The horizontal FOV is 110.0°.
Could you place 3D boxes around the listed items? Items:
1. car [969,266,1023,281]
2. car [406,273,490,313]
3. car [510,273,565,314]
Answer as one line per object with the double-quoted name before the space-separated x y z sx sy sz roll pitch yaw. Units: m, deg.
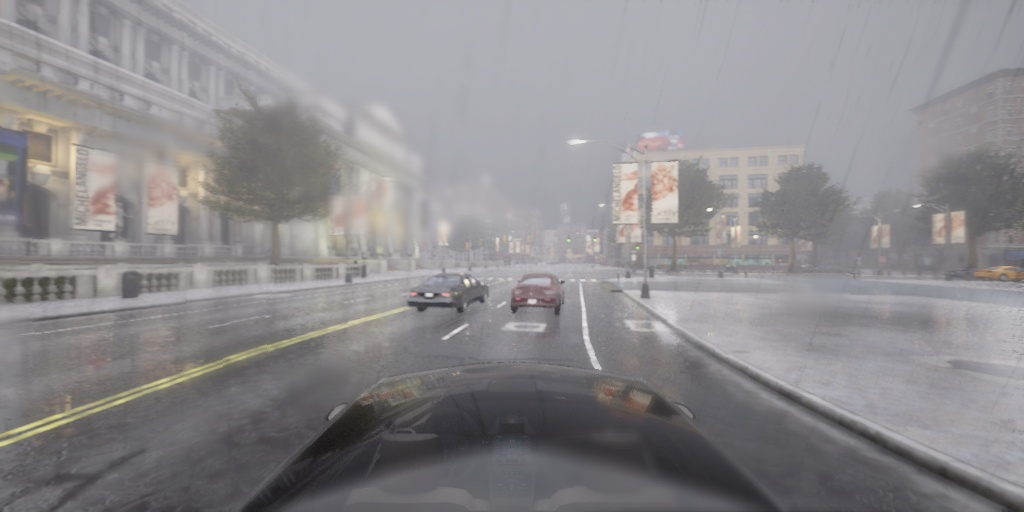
"car" 52.610 1.847 37.874 5.008 1.535 1.882 0 -1 10
"car" -2.394 1.406 14.781 2.033 1.411 5.357 0 -1 10
"car" 1.120 1.401 14.524 1.812 1.442 4.674 0 0 11
